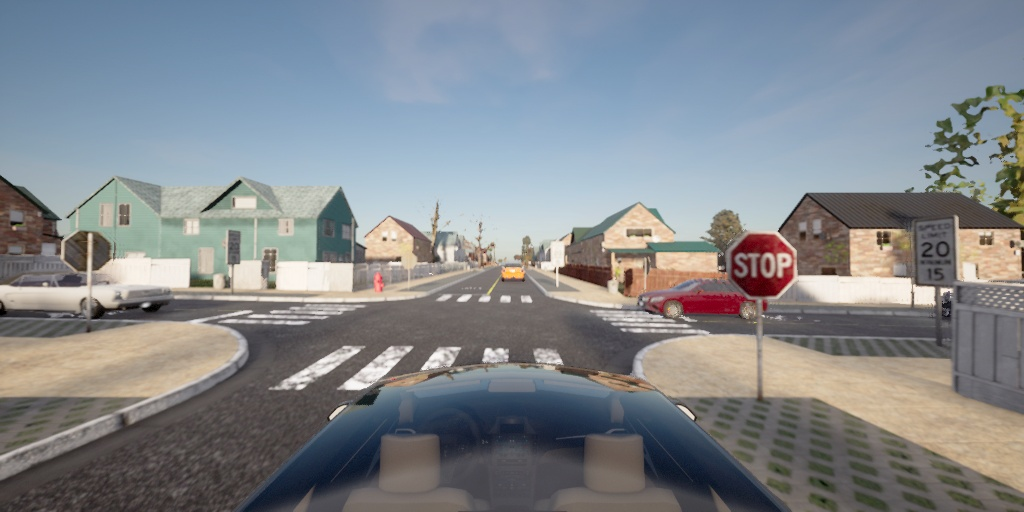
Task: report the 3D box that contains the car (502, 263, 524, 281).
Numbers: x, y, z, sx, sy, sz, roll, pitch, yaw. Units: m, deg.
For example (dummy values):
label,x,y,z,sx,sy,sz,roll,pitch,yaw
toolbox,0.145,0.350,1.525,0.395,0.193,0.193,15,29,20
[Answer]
label,x,y,z,sx,sy,sz,roll,pitch,yaw
car,0.104,1.444,34.837,2.097,1.767,4.553,0,-1,0

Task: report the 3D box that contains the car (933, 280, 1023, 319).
label,x,y,z,sx,sy,sz,roll,pitch,yaw
car,19.569,1.714,13.999,4.553,1.767,2.097,1,-1,0

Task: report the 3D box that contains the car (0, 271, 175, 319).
label,x,y,z,sx,sy,sz,roll,pitch,yaw
car,-13.399,1.144,11.041,4.718,1.301,1.895,1,-1,1

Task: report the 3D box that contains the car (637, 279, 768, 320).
label,x,y,z,sx,sy,sz,roll,pitch,yaw
car,7.256,1.604,13.787,4.674,1.442,1.812,1,-1,-3
